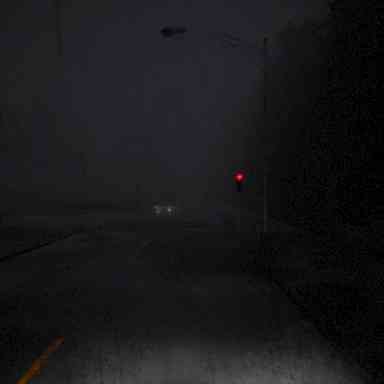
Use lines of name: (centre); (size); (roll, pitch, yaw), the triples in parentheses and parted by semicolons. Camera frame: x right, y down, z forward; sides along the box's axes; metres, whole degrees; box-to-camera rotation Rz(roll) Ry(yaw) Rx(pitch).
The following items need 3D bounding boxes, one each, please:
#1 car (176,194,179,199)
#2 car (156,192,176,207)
car: (-3.987, 1.078, 74.191); (1.812, 1.442, 4.674); (0, 0, 0)
car: (-3.991, 1.118, 48.637); (2.150, 2.045, 5.566); (0, 2, 0)
